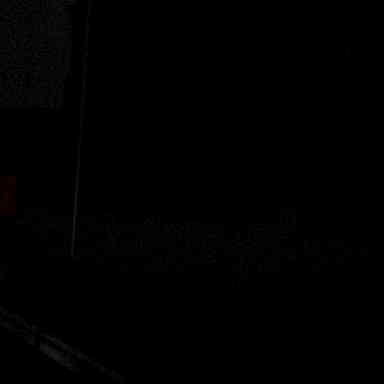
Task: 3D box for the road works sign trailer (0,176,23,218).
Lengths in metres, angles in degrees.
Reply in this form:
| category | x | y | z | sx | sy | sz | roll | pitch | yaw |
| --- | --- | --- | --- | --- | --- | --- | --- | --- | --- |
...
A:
| category | x | y | z | sx | sy | sz | roll | pitch | yaw |
| --- | --- | --- | --- | --- | --- | --- | --- | --- | --- |
| road works sign trailer | -10.923 | 0.300 | 17.086 | 2.880 | 2.380 | 3.560 | 4 | 4 | -7 |
